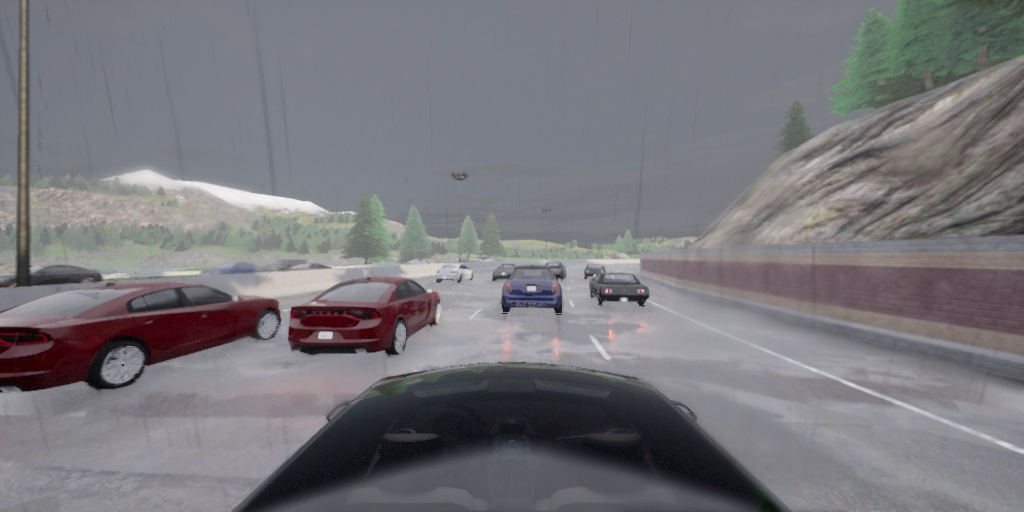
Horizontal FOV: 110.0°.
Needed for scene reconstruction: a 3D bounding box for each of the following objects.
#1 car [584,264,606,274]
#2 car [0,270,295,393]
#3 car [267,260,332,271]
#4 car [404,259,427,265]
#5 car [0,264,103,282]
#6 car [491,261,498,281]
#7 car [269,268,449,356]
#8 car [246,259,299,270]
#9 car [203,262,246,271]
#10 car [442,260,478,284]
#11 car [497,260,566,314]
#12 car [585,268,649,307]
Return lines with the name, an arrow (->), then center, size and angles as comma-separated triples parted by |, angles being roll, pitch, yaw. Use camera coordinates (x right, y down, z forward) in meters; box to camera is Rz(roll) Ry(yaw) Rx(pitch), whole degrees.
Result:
car -> 7.742, 1.397, 33.210 | 1.895, 1.301, 4.718 | 0, 0, 14
car -> -6.690, 1.211, 6.831 | 1.882, 1.535, 5.008 | 0, 0, 2
car -> -15.275, 1.246, 26.644 | 1.812, 1.442, 4.674 | 0, 0, 10
car -> -16.373, 1.266, 61.109 | 1.812, 1.442, 4.674 | 0, 0, 22
car -> -26.780, 1.207, 20.581 | 1.812, 1.442, 4.674 | 0, 0, 8
car -> -0.246, 1.333, 29.647 | 1.994, 1.385, 4.181 | 0, 0, 12
car -> -3.100, 1.223, 8.658 | 1.882, 1.535, 5.008 | 0, 0, 3
car -> -18.378, 1.064, 29.071 | 2.097, 1.767, 4.553 | 0, 0, 11
car -> -22.051, 1.227, 28.480 | 1.812, 1.442, 4.674 | 0, 0, 10
car -> -4.292, 1.280, 27.326 | 1.812, 1.442, 4.674 | 0, 0, 10
car -> 0.844, 1.113, 14.012 | 2.097, 1.767, 4.553 | 0, 0, 5
car -> 4.521, 1.375, 15.852 | 1.895, 1.301, 4.718 | 0, 0, 7
